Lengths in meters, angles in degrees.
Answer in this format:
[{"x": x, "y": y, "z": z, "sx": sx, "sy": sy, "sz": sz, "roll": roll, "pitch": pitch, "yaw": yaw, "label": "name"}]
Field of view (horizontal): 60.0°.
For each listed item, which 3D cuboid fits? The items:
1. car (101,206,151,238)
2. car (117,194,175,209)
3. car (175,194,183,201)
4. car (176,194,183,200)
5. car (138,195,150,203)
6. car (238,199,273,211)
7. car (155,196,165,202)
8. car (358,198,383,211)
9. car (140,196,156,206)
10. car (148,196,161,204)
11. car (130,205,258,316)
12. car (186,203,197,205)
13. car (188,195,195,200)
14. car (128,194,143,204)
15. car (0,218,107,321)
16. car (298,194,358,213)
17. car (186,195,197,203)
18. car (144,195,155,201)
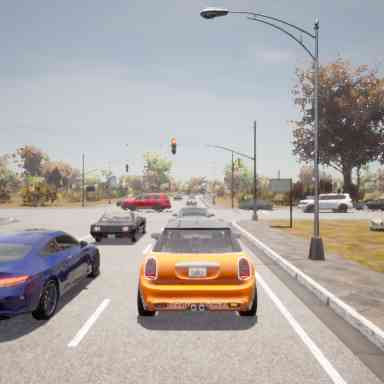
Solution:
[{"x": -3.414, "y": 1.601, "z": 16.349, "sx": 1.895, "sy": 1.301, "sz": 4.718, "roll": 0, "pitch": 0, "yaw": 0, "label": "car"}, {"x": -5.111, "y": 1.221, "z": 37.212, "sx": 5.566, "sy": 2.045, "sz": 2.150, "roll": 0, "pitch": 0, "yaw": 3, "label": "car"}, {"x": -3.567, "y": 1.492, "z": 84.628, "sx": 1.837, "sy": 1.490, "sz": 4.892, "roll": 0, "pitch": 0, "yaw": 0, "label": "car"}, {"x": -3.535, "y": 1.374, "z": 95.036, "sx": 1.812, "sy": 1.442, "sz": 4.674, "roll": 0, "pitch": 0, "yaw": 1, "label": "car"}, {"x": -10.561, "y": 1.478, "z": 72.863, "sx": 1.882, "sy": 1.535, "sz": 5.008, "roll": 0, "pitch": 0, "yaw": 0, "label": "car"}, {"x": 7.649, "y": 1.563, "z": 40.284, "sx": 4.181, "sy": 1.385, "sz": 1.994, "roll": 0, "pitch": 0, "yaw": 7, "label": "car"}, {"x": -7.062, "y": 1.595, "z": 73.954, "sx": 1.895, "sy": 1.301, "sz": 4.718, "roll": 0, "pitch": 0, "yaw": 0, "label": "car"}, {"x": 21.513, "y": 1.499, "z": 39.254, "sx": 4.892, "sy": 1.490, "sz": 1.837, "roll": 0, "pitch": 0, "yaw": 3, "label": "car"}, {"x": -7.125, "y": 1.505, "z": 54.360, "sx": 1.837, "sy": 1.490, "sz": 4.892, "roll": 0, "pitch": 0, "yaw": 1, "label": "car"}, {"x": -7.103, "y": 1.477, "z": 63.838, "sx": 1.882, "sy": 1.535, "sz": 5.008, "roll": 0, "pitch": 0, "yaw": 0, "label": "car"}, {"x": 0.094, "y": 1.352, "z": 7.659, "sx": 2.097, "sy": 1.767, "sz": 4.553, "roll": 0, "pitch": 0, "yaw": 0, "label": "car"}, {"x": 0.086, "y": 1.505, "z": 16.616, "sx": 1.837, "sy": 1.490, "sz": 4.892, "roll": 0, "pitch": 0, "yaw": 0, "label": "car"}, {"x": -0.040, "y": 1.552, "z": 94.183, "sx": 1.994, "sy": 1.385, "sz": 4.181, "roll": 0, "pitch": 0, "yaw": 1, "label": "car"}, {"x": -10.608, "y": 1.352, "z": 62.634, "sx": 2.097, "sy": 1.767, "sz": 4.553, "roll": 0, "pitch": 0, "yaw": 0, "label": "car"}, {"x": -3.406, "y": 1.526, "z": 7.191, "sx": 1.812, "sy": 1.442, "sz": 4.674, "roll": 0, "pitch": 0, "yaw": 0, "label": "car"}, {"x": 14.432, "y": 1.218, "z": 36.127, "sx": 5.566, "sy": 2.045, "sz": 2.150, "roll": 0, "pitch": 0, "yaw": 3, "label": "car"}, {"x": -0.033, "y": 1.600, "z": 58.114, "sx": 1.895, "sy": 1.301, "sz": 4.718, "roll": 0, "pitch": 0, "yaw": 1, "label": "car"}, {"x": -10.568, "y": 1.525, "z": 83.199, "sx": 2.128, "sy": 1.511, "sz": 4.902, "roll": 0, "pitch": 0, "yaw": 0, "label": "car"}]
